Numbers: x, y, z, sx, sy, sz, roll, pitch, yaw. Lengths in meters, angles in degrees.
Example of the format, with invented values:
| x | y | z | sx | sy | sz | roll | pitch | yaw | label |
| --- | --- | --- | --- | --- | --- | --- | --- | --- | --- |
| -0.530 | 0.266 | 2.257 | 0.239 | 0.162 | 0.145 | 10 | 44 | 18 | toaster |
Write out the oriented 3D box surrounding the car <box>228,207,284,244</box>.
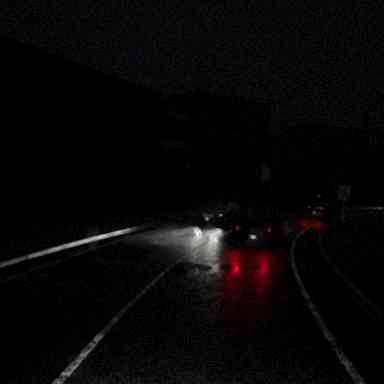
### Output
| x | y | z | sx | sy | sz | roll | pitch | yaw | label |
| --- | --- | --- | --- | --- | --- | --- | --- | --- | --- |
| 3.305 | 1.571 | 15.844 | 1.895 | 1.301 | 4.718 | 2 | 1 | 20 | car |

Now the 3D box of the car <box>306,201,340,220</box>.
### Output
| x | y | z | sx | sy | sz | roll | pitch | yaw | label |
| --- | --- | --- | --- | --- | --- | --- | --- | --- | --- |
| 12.121 | 1.626 | 30.552 | 2.128 | 1.511 | 4.902 | 4 | 2 | 40 | car |

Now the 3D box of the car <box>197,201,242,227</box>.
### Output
| x | y | z | sx | sy | sz | roll | pitch | yaw | label |
| --- | --- | --- | --- | --- | --- | --- | --- | --- | --- |
| 2.005 | 1.335 | 21.889 | 2.128 | 1.511 | 4.902 | 2 | 1 | 27 | car |
